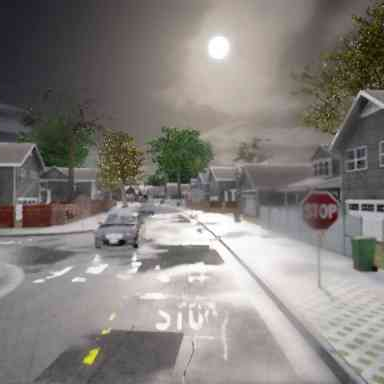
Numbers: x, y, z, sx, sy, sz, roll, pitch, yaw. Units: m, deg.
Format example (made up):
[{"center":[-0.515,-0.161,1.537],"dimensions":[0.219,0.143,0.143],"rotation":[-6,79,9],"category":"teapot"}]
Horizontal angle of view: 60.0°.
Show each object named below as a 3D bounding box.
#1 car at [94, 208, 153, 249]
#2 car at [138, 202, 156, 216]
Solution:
[{"center":[-3.215,1.707,15.608],"dimensions":[2.128,1.511,4.902],"rotation":[0,-1,-3],"category":"car"},{"center":[-5.367,2.029,39.788],"dimensions":[1.837,1.490,4.892],"rotation":[0,0,-7],"category":"car"}]
